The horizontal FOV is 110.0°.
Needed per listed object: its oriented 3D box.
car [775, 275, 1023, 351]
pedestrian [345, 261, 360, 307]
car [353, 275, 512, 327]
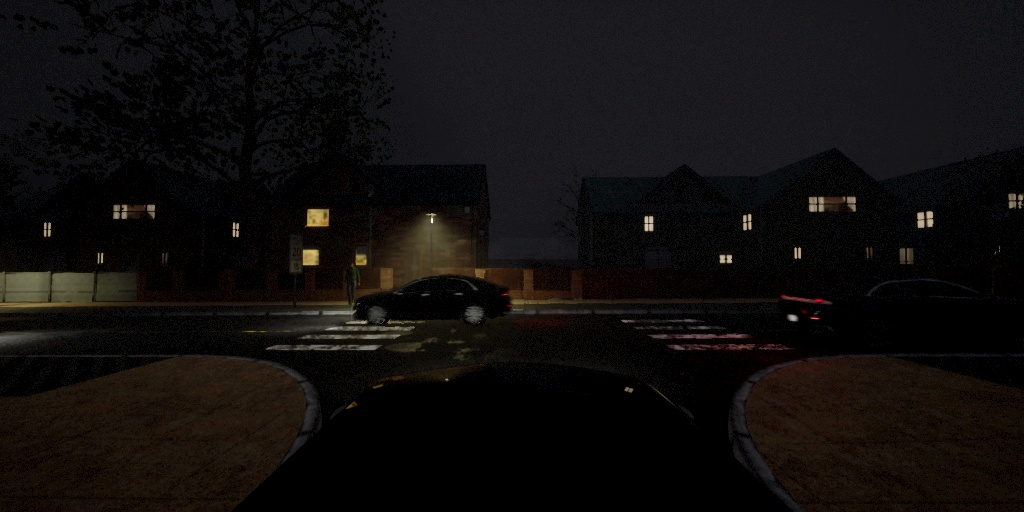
[{"bbox_3d":[8.787,1.172,8.073,4.902,1.511,2.128,0,-1,2],"label":"car"},{"bbox_3d":[-6.451,1.113,14.418,0.375,1.860,0.375,0,-1,2],"label":"pedestrian"},{"bbox_3d":[-2.461,1.364,11.371,4.892,1.490,1.837,0,-1,2],"label":"car"}]
